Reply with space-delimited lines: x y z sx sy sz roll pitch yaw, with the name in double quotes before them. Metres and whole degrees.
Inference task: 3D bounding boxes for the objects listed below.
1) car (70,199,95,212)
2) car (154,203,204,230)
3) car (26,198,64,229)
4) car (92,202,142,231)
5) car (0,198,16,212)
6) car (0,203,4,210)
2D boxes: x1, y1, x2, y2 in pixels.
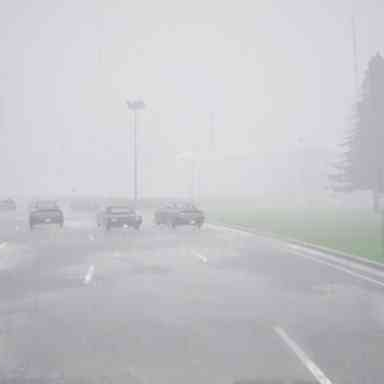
"car" -11.666 1.393 36.184 1.994 1.385 4.181 0 0 -41
"car" -0.929 1.395 20.297 2.128 1.511 4.902 0 0 -23
"car" -9.381 1.392 21.156 2.128 1.511 4.902 0 0 -28
"car" -4.526 1.506 19.942 1.895 1.301 4.718 0 0 -24
"car" -19.873 1.327 34.813 2.128 1.511 4.902 0 0 -41
"car" -13.713 1.499 21.809 1.895 1.301 4.718 0 0 -32
